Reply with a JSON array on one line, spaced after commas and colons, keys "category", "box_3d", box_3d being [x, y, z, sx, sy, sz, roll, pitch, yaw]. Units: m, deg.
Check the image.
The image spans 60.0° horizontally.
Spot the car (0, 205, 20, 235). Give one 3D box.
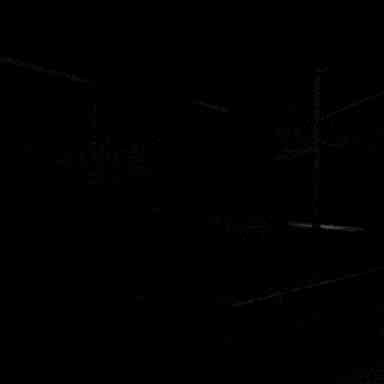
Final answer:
[{"category": "car", "box_3d": [-11.173, 1.532, 18.816, 2.242, 1.667, 4.611, 1, 0, -35]}]

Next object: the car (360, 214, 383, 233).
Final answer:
[{"category": "car", "box_3d": [12.709, 1.797, 20.007, 2.128, 1.511, 4.902, 1, 0, -35]}]

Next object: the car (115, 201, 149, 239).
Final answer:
[{"category": "car", "box_3d": [-4.045, 1.443, 18.536, 1.905, 1.878, 3.866, 1, 0, -35]}]
